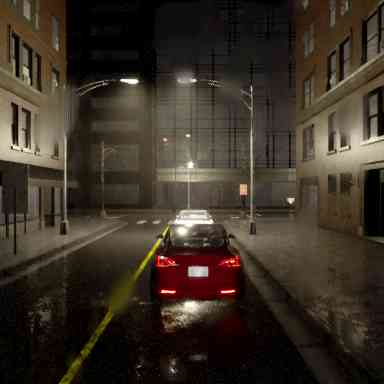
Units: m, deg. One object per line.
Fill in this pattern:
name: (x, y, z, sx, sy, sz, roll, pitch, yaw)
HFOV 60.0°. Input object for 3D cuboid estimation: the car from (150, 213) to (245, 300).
car: (0.107, 1.504, 8.448, 2.163, 1.488, 4.792, 0, 0, 0)

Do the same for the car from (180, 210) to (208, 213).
car: (0.096, 1.603, 17.464, 1.895, 1.301, 4.718, 0, 0, 0)
